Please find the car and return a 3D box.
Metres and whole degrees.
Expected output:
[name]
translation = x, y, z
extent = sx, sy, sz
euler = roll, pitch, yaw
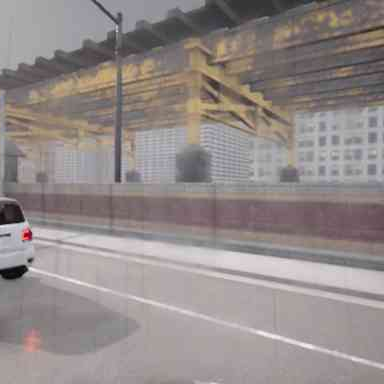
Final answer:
[car]
translation = -6.176, 1.083, 8.306
extent = 5.566, 2.045, 2.150
euler = 1, 1, 36
